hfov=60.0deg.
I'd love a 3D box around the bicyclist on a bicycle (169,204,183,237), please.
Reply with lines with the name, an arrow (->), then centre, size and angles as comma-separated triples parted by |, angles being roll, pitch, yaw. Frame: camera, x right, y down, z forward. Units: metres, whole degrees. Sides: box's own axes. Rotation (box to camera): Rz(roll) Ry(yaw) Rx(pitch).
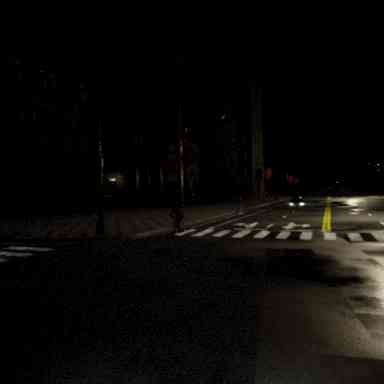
bicyclist on a bicycle -> -0.802, 1.450, 17.240 | 0.582, 1.620, 1.656 | -1, 0, 22

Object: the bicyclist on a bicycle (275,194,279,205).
bicyclist on a bicycle -> 12.807, 1.113, 50.211 | 0.582, 1.620, 1.656 | -1, 0, 22

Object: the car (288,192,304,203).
car -> 17.930, 0.894, 56.696 | 2.097, 1.767, 4.553 | -1, 0, 22

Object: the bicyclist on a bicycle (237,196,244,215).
bicyclist on a bicycle -> 4.264, 1.241, 29.530 | 0.659, 1.776, 1.843 | -1, 0, 23
